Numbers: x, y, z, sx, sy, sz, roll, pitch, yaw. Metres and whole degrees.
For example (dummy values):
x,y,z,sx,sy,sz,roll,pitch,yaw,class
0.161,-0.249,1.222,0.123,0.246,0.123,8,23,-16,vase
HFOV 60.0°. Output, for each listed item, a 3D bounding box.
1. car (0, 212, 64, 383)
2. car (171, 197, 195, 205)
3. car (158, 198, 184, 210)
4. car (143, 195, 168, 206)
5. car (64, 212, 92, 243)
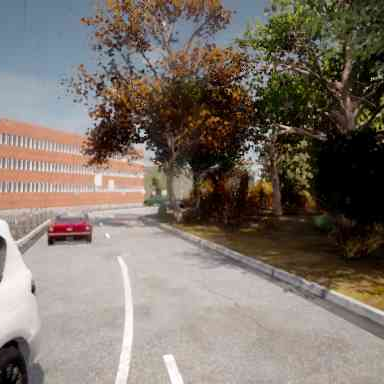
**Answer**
x,y,z,sx,sy,sz,roll,pitch,yaw,class
-2.589,1.223,1.239,2.150,2.045,5.566,0,0,-2,car
-1.826,1.868,69.230,4.674,1.452,2.002,0,0,21,car
-2.393,1.860,45.808,1.895,1.301,4.718,0,0,21,car
-5.828,1.537,58.660,5.566,2.045,2.435,0,0,21,car
-5.770,1.638,15.991,1.895,1.301,4.718,0,0,-18,car
